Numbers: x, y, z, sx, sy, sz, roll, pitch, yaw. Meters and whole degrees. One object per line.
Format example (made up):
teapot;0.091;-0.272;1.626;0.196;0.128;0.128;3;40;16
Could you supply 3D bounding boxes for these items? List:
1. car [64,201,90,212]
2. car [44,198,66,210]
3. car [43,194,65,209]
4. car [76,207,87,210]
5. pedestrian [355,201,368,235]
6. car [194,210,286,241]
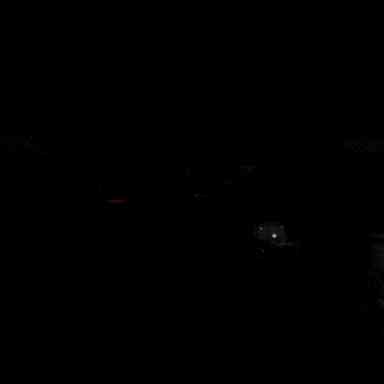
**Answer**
car;-16.491;2.063;47.544;1.837;1.490;4.892;2;-2;-38
car;-22.745;1.983;55.177;2.097;1.767;4.553;2;-2;-40
car;-19.191;1.315;46.455;2.150;2.045;5.566;2;-2;-39
car;-10.039;1.845;34.461;1.837;1.490;4.892;2;-2;-37
pedestrian;9.065;1.385;17.915;0.375;1.860;0.375;1;-1;-35
car;2.256;1.647;17.401;2.033;1.411;5.357;2;-2;-35
